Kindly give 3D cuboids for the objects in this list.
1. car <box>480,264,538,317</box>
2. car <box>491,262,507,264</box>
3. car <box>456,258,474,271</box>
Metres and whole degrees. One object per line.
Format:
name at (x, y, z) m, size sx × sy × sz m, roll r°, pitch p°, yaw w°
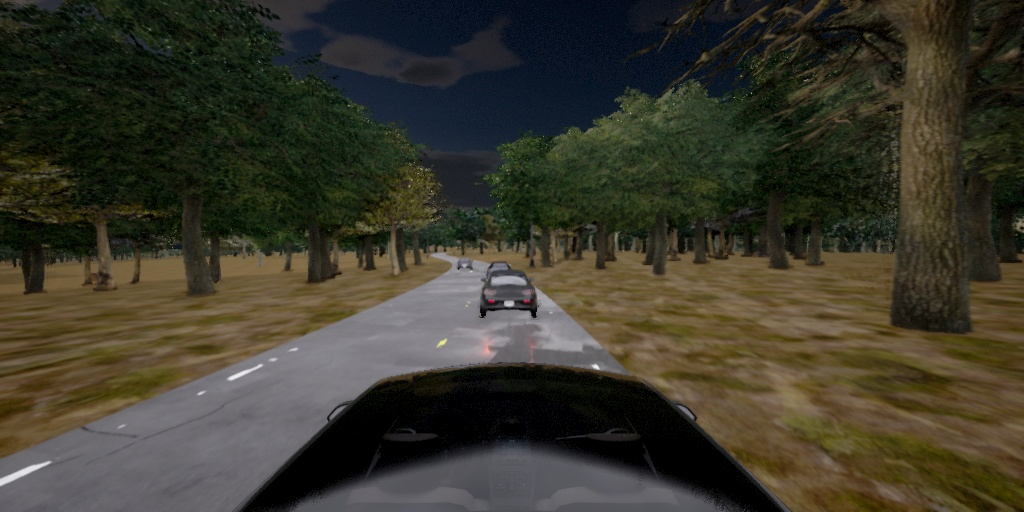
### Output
car at (-0.151, 1.199, 12.700) m, size 1.812 × 1.442 × 4.674 m, roll 0°, pitch 0°, yaw -2°
car at (-0.969, 1.124, 27.686) m, size 1.994 × 1.385 × 4.181 m, roll 0°, pitch 0°, yaw -4°
car at (-5.620, 0.943, 42.909) m, size 2.128 × 1.511 × 4.902 m, roll 0°, pitch 0°, yaw -7°
